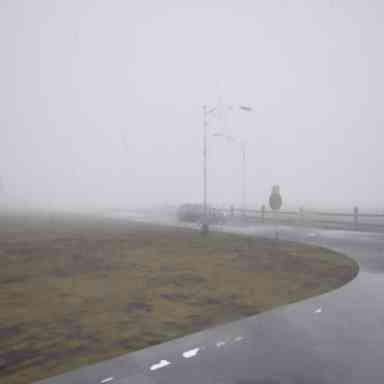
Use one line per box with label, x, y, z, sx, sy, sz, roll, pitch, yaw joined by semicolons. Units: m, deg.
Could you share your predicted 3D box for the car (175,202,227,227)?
car;0.628;1.632;25.463;2.097;1.767;4.553;0;-1;-35
